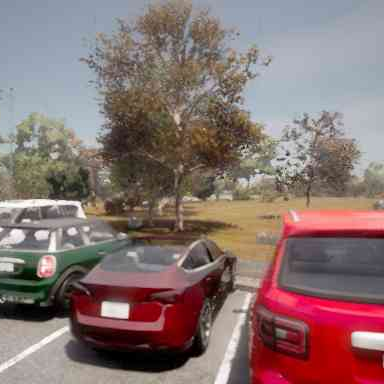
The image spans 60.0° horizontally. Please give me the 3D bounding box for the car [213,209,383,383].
[{"bbox_3d":[2.075,1.246,4.677,2.435,2.045,5.566,0,-1,15],"label":"car"}]

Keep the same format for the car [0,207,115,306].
[{"bbox_3d":[-2.792,1.399,8.053,2.185,1.767,4.553,0,-1,15],"label":"car"}]

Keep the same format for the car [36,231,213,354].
[{"bbox_3d":[-0.349,1.546,6.397,2.163,1.488,4.792,0,-1,15],"label":"car"}]

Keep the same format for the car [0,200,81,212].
[{"bbox_3d":[-5.223,1.272,9.758,2.435,2.045,5.566,1,0,15],"label":"car"}]
